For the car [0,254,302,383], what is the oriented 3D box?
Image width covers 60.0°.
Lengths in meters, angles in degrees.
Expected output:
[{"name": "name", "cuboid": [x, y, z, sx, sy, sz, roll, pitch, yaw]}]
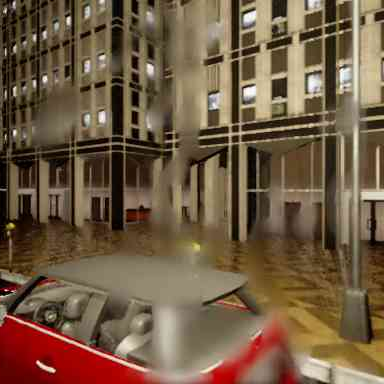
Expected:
[{"name": "car", "cuboid": [-1.045, 1.429, 3.624, 4.097, 1.590, 1.967, 0, 0, 35]}]
